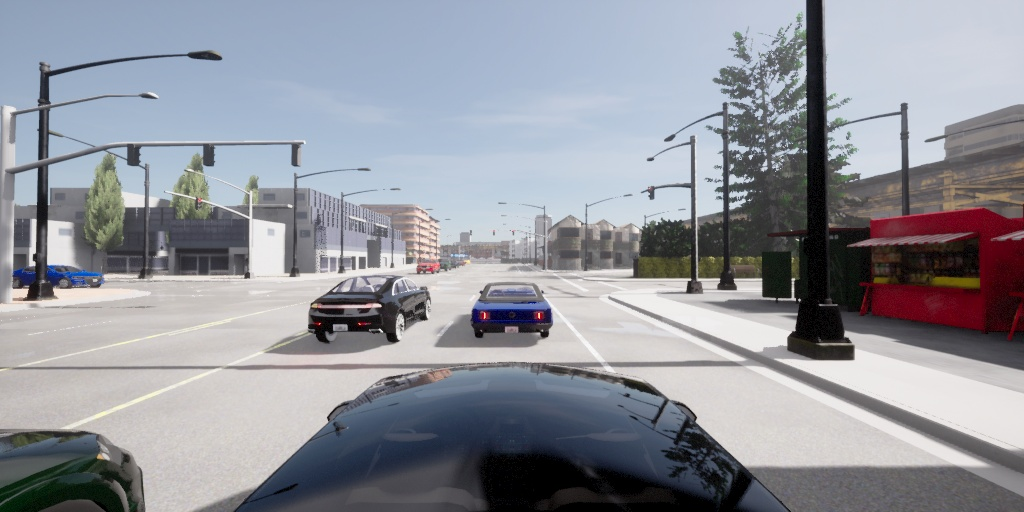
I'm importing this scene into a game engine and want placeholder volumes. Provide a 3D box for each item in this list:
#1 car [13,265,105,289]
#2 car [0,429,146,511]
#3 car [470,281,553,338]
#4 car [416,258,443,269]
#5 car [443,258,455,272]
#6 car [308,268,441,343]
[{"bbox_3d":[-29.748,1.316,23.437,5.008,1.535,1.882,0,-1,0],"label":"car"},{"bbox_3d":[-3.373,1.314,0.572,1.994,1.385,4.181,0,0,-1],"label":"car"},{"bbox_3d":[-0.011,1.365,10.219,1.895,1.301,4.718,0,0,0],"label":"car"},{"bbox_3d":[-11.055,1.337,47.637,2.150,2.045,5.566,0,0,-1],"label":"car"},{"bbox_3d":[-11.149,1.390,57.686,2.150,2.045,5.566,0,0,0],"label":"car"},{"bbox_3d":[-3.511,1.257,9.741,2.128,1.511,4.902,0,0,0],"label":"car"}]
